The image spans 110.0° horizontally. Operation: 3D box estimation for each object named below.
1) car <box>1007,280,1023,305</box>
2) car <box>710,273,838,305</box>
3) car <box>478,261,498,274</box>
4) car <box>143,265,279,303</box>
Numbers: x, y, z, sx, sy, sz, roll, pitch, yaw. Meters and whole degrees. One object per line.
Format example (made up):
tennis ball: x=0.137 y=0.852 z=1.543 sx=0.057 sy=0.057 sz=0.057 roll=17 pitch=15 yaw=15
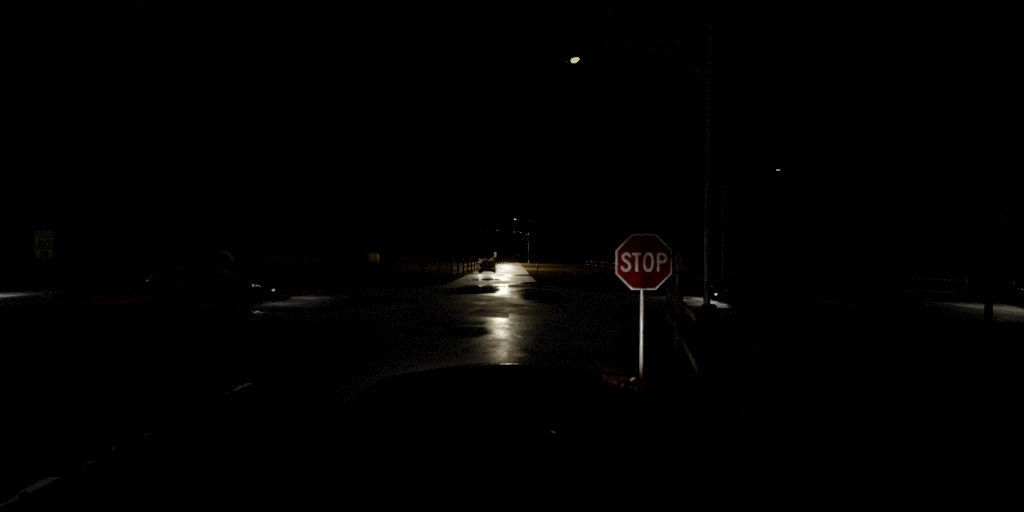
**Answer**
car: x=28.358 y=1.568 z=17.706 sx=5.566 sy=2.045 sz=2.150 roll=1 pitch=1 yaw=0
car: x=12.740 y=1.546 z=17.659 sx=5.357 sy=1.411 sz=2.033 roll=1 pitch=1 yaw=1
car: x=-2.735 y=1.248 z=40.348 sx=1.812 sy=1.442 sz=4.674 roll=0 pitch=0 yaw=0
car: x=-12.263 y=1.098 z=14.786 sx=4.674 sy=1.442 sz=1.812 roll=1 pitch=1 yaw=-3
